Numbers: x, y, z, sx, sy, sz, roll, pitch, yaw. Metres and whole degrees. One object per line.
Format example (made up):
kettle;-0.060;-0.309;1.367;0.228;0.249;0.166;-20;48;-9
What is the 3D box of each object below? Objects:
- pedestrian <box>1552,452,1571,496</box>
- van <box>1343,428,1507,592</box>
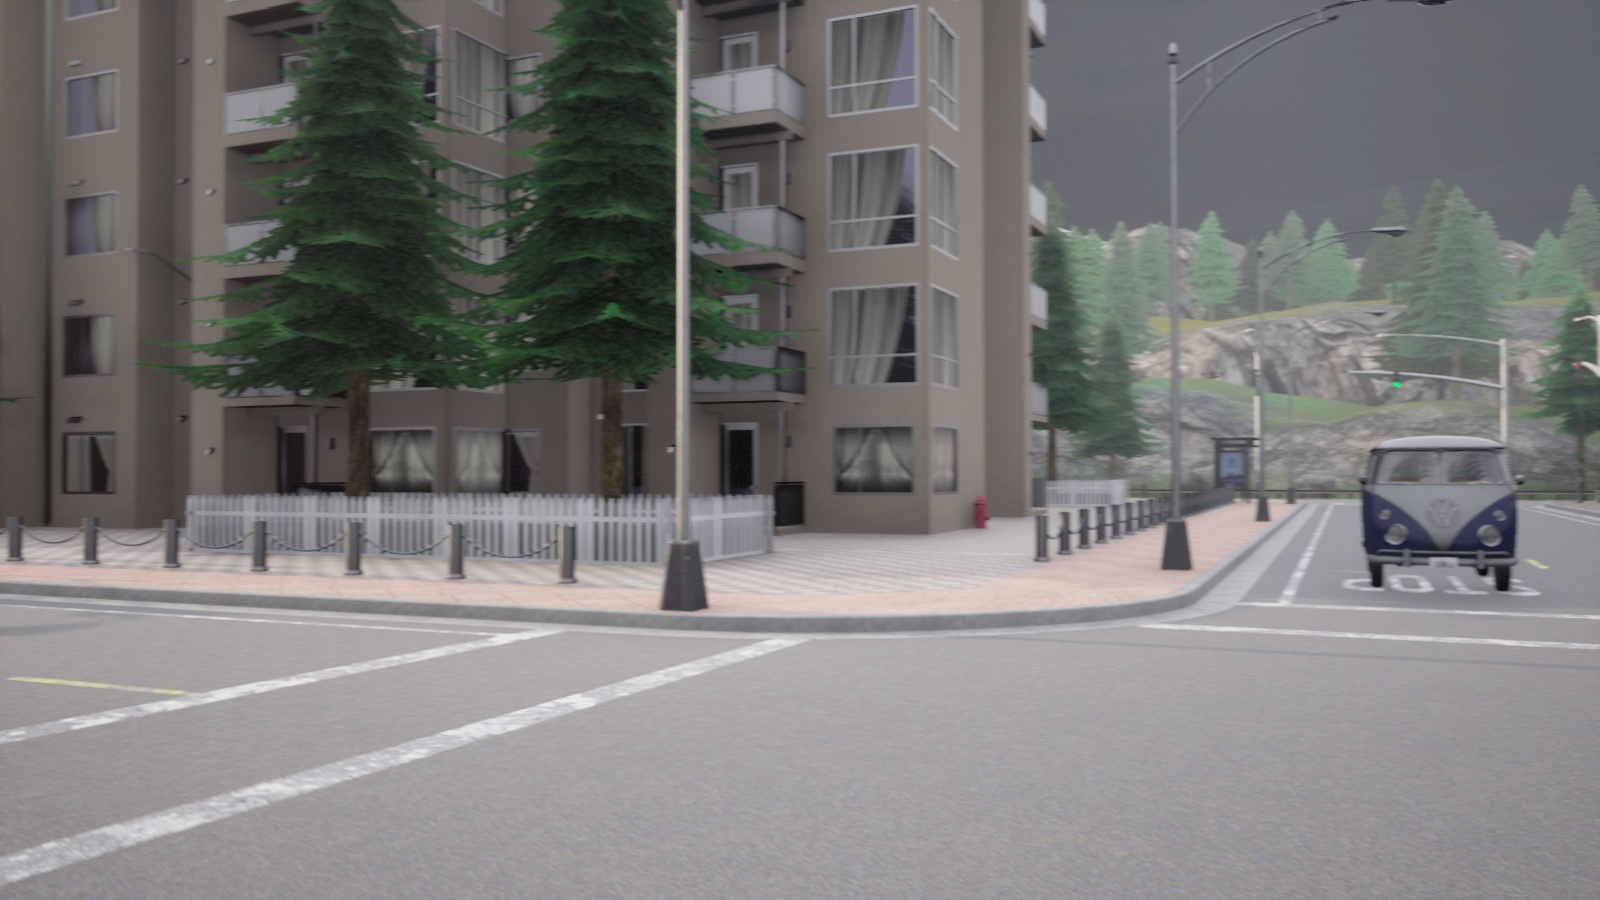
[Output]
pedestrian;31.658;0.996;52.227;0.614;1.847;0.353;-1;-1;24
van;8.592;0.763;17.581;1.775;1.987;4.442;-1;-1;23
